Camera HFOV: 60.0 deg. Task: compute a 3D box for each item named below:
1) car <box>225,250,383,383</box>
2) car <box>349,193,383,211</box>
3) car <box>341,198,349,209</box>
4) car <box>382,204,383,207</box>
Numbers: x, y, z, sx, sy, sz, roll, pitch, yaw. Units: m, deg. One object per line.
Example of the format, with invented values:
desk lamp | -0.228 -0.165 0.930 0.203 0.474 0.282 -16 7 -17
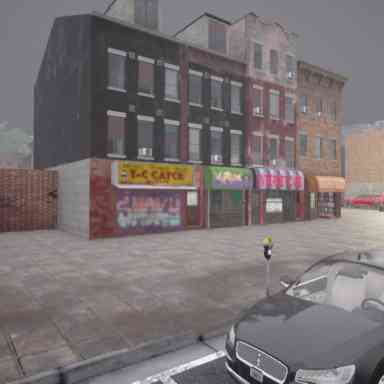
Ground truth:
car | 2.410 1.552 4.519 4.403 1.369 2.008 0 0 -35
car | 21.444 1.138 40.696 2.150 2.045 5.566 0 0 -36
car | 16.756 1.471 42.153 1.895 1.301 4.718 0 0 -36
car | 22.807 1.490 33.805 2.033 1.411 5.357 0 0 -33
